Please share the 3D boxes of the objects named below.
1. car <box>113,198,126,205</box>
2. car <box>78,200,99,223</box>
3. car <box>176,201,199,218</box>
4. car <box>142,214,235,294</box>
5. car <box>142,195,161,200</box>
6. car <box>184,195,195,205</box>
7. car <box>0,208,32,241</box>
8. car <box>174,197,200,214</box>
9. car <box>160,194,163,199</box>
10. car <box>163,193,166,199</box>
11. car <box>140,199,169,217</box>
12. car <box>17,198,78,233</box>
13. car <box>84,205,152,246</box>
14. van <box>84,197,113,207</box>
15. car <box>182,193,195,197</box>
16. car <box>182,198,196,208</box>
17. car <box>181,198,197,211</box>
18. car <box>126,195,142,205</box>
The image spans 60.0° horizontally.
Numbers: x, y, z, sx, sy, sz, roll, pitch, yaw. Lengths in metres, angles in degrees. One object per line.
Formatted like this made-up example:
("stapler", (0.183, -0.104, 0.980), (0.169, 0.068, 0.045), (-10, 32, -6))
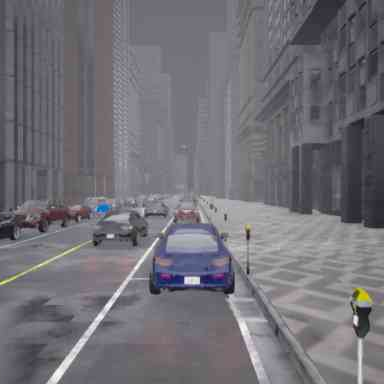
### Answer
("car", (-8.911, 1.438, 36.617), (1.967, 1.590, 4.097), (0, 0, 0))
("car", (-8.910, 1.543, 25.344), (1.887, 1.381, 4.507), (0, 0, 0))
("car", (-0.385, 1.564, 30.990), (1.947, 1.339, 4.313), (0, 0, 0))
("car", (0.003, 1.524, 8.651), (1.812, 1.442, 4.674), (0, 0, 0))
("car", (-6.145, 1.559, 49.138), (1.812, 1.442, 4.674), (0, 0, 0))
("car", (-0.386, 1.439, 59.171), (1.967, 1.590, 4.097), (0, 0, 0))
("car", (-8.910, 1.565, 14.070), (1.947, 1.339, 4.313), (0, 0, 0))
("car", (-0.386, 1.438, 25.353), (1.967, 1.590, 4.097), (0, 0, 0))
("car", (-8.911, 1.446, 81.710), (1.967, 1.590, 4.097), (0, 0, 0))
("car", (-8.912, 1.323, 87.347), (2.192, 1.841, 5.009), (0, 0, 0))
("car", (-3.145, 1.572, 30.139), (1.994, 1.385, 4.181), (0, 0, 0))
("car", (-8.911, 1.314, 19.706), (2.192, 1.841, 5.009), (0, 0, 0))
("car", (-3.145, 1.533, 15.139), (1.812, 1.442, 4.674), (0, 0, 0))
("van", (-8.911, 1.339, 30.980), (1.690, 1.788, 3.998), (0, 0, 0))
("car", (-0.386, 1.313, 36.627), (2.192, 1.841, 5.009), (0, 0, 0))
("car", (-0.385, 1.564, 47.899), (1.947, 1.339, 4.313), (0, 0, 0))
("car", (-0.385, 1.543, 42.263), (1.887, 1.381, 4.507), (0, 0, 0))
("car", (-8.911, 1.438, 47.891), (1.967, 1.590, 4.097), (0, 0, 0))
